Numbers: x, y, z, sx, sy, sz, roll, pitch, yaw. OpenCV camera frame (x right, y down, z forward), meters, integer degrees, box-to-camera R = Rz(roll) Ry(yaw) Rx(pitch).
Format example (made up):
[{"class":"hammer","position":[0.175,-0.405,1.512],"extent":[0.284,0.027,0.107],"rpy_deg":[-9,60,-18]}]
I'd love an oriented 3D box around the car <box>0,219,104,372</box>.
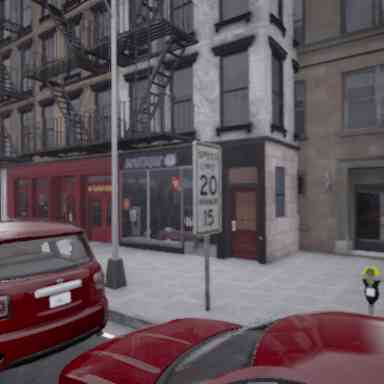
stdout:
[{"class":"car","position":[-3.494,1.369,5.302],"extent":[5.009,1.841,2.192],"rpy_deg":[-1,0,36]}]

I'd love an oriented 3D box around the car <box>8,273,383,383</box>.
[{"class":"car","position":[0.911,1.548,2.160],"extent":[4.507,1.381,1.887],"rpy_deg":[-1,0,36]}]
